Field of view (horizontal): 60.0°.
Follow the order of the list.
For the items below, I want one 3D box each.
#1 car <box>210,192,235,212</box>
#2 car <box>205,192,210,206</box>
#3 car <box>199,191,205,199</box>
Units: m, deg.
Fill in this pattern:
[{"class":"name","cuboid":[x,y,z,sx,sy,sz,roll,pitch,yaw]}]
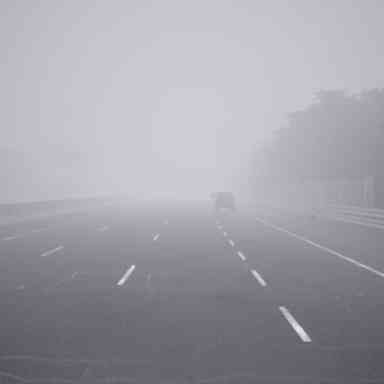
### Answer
[{"class":"car","cuboid":[3.491,1.047,37.129,2.150,2.045,5.566,0,0,0]},{"class":"car","cuboid":[3.488,0.960,49.863,2.150,2.045,5.566,0,1,0]},{"class":"car","cuboid":[3.480,0.767,80.557,2.097,1.767,4.553,0,1,0]}]
